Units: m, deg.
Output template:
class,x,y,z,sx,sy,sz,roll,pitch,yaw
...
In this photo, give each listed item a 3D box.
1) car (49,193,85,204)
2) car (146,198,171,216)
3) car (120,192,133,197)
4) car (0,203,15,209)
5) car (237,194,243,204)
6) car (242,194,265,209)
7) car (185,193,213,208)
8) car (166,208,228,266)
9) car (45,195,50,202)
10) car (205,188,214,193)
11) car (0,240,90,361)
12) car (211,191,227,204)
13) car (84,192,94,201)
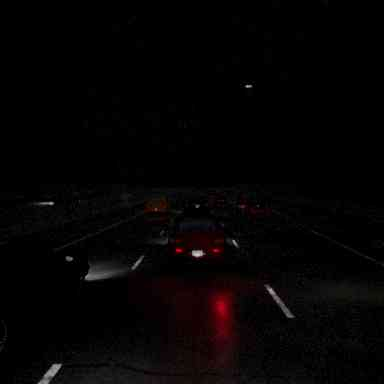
class,x,y,z,sx,sy,sz,roll,pitch,yaw
car,-16.887,1.192,45.237,2.033,1.411,5.357,0,1,1
car,-3.002,1.306,30.614,1.882,1.535,5.008,0,1,1
car,-12.889,0.797,65.418,1.812,1.442,4.674,0,1,1
car,-13.851,1.464,23.235,1.994,1.385,4.181,0,0,1
car,7.798,1.080,49.712,1.812,1.442,4.674,0,1,1
car,7.450,1.223,39.354,1.837,1.490,4.892,0,1,3
car,0.467,1.194,28.991,2.097,1.767,4.553,0,1,1
car,0.174,1.491,11.348,1.812,1.442,4.674,0,0,1
car,-23.578,0.937,57.449,1.837,1.490,4.892,0,1,2
car,5.038,0.191,85.436,2.097,1.767,4.553,0,1,1
car,-3.377,1.536,5.572,2.033,1.411,5.357,0,0,0
car,4.337,1.027,51.765,1.837,1.490,4.892,0,1,1
car,-19.950,0.834,62.686,2.128,1.511,4.902,0,1,2
